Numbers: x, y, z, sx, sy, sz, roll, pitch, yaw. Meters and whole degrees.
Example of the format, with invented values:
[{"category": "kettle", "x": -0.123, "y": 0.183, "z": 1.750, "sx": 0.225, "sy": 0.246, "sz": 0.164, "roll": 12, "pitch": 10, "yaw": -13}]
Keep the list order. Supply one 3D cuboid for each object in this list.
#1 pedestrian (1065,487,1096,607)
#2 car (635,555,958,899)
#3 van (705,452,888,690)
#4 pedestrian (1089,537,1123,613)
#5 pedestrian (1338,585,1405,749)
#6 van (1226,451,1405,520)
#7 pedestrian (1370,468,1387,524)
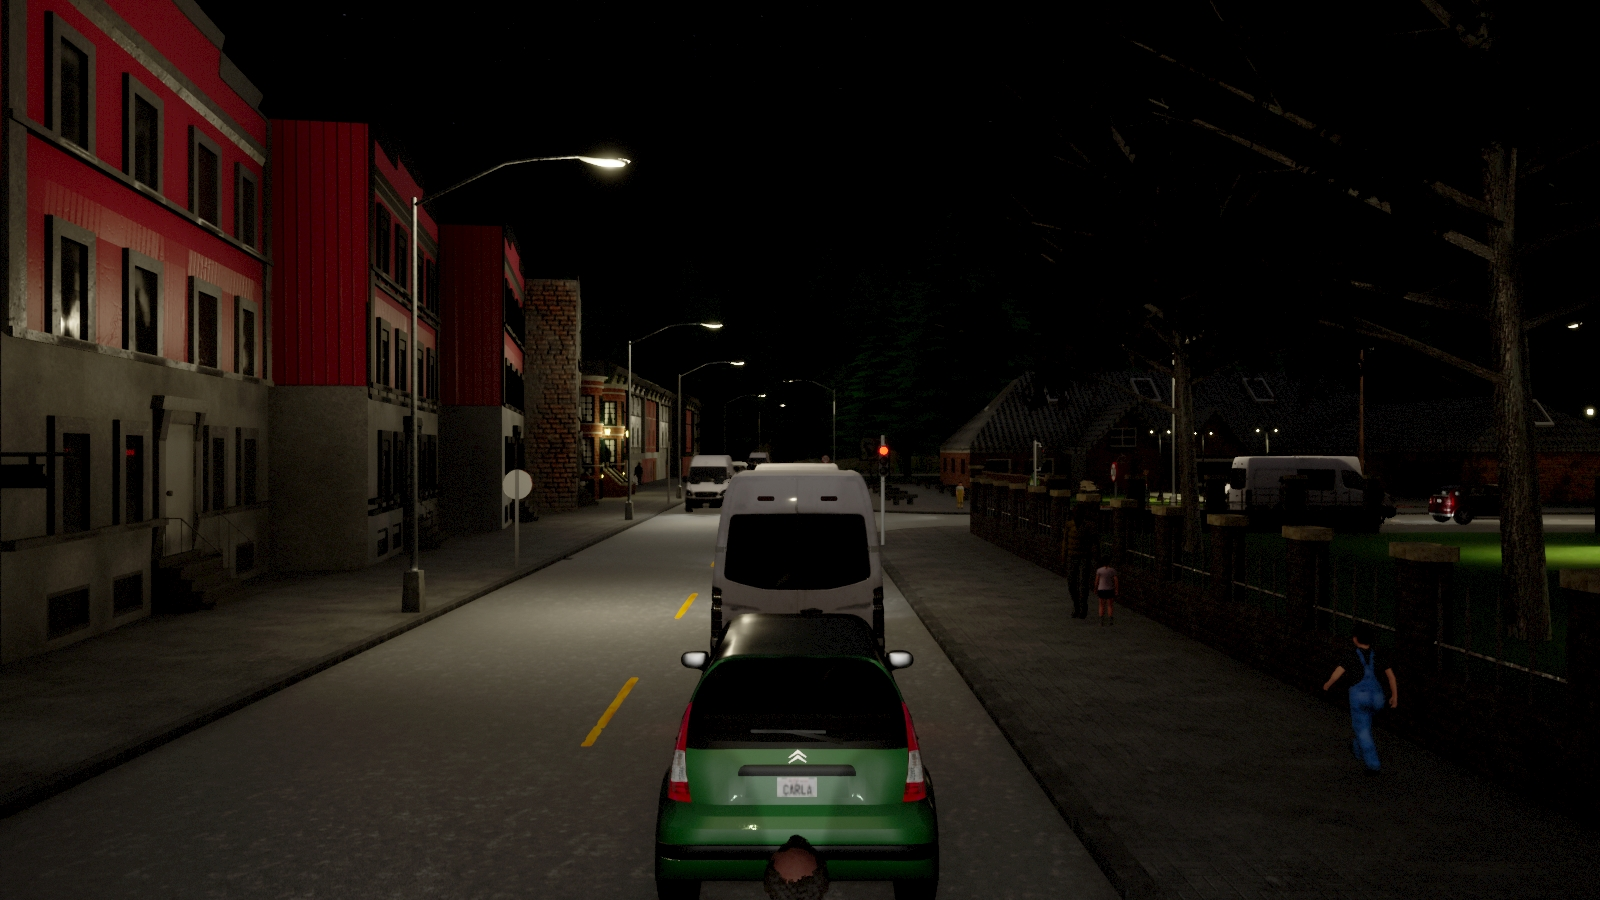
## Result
[{"category": "pedestrian", "x": 4.453, "y": 1.525, "z": 18.130, "sx": 0.375, "sy": 1.860, "sz": 0.375, "roll": 0, "pitch": 0, "yaw": 35}, {"category": "car", "x": -0.023, "y": 1.779, "z": 8.527, "sx": 1.851, "sy": 1.617, "sz": 3.988, "roll": 0, "pitch": 0, "yaw": 0}, {"category": "van", "x": -0.048, "y": 1.314, "z": 15.312, "sx": 1.988, "sy": 2.561, "sz": 5.915, "roll": 0, "pitch": 0, "yaw": 0}, {"category": "pedestrian", "x": 4.693, "y": 1.904, "z": 17.495, "sx": 0.500, "sy": 1.100, "sz": 0.500, "roll": 0, "pitch": 0, "yaw": 16}, {"category": "pedestrian", "x": 4.780, "y": 1.805, "z": 9.572, "sx": 0.375, "sy": 1.300, "sz": 0.375, "roll": 0, "pitch": 0, "yaw": 0}, {"category": "van", "x": 19.552, "y": 1.314, "z": 43.543, "sx": 5.915, "sy": 2.561, "sz": 1.988, "roll": 0, "pitch": 0, "yaw": 1}, {"category": "pedestrian", "x": 19.274, "y": 1.525, "z": 38.094, "sx": 0.375, "sy": 1.860, "sz": 0.375, "roll": 0, "pitch": 0, "yaw": 0}]
